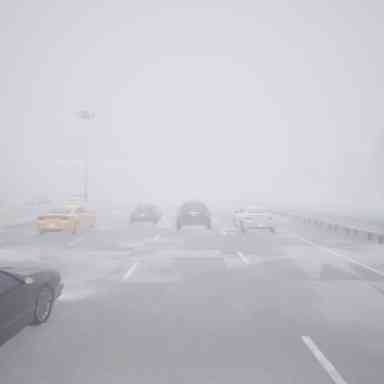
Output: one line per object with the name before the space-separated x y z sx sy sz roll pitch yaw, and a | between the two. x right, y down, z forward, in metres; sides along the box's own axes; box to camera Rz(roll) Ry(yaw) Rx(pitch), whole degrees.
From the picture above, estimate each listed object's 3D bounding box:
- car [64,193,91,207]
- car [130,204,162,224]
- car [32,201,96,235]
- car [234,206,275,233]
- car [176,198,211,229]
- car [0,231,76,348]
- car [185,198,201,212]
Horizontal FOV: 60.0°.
car | -17.546 1.231 51.200 2.150 2.045 5.566 0 0 0
car | -3.390 1.568 25.084 1.994 1.385 4.181 0 0 0
car | -6.891 1.481 18.781 1.882 1.535 5.008 0 0 0
car | 3.605 1.528 19.731 1.812 1.442 4.674 0 0 0
car | 0.109 1.355 21.718 2.097 1.767 4.553 0 0 0
car | -3.397 1.548 4.004 2.033 1.411 5.357 0 0 0
car | 0.116 1.511 40.670 1.837 1.490 4.892 0 0 0
